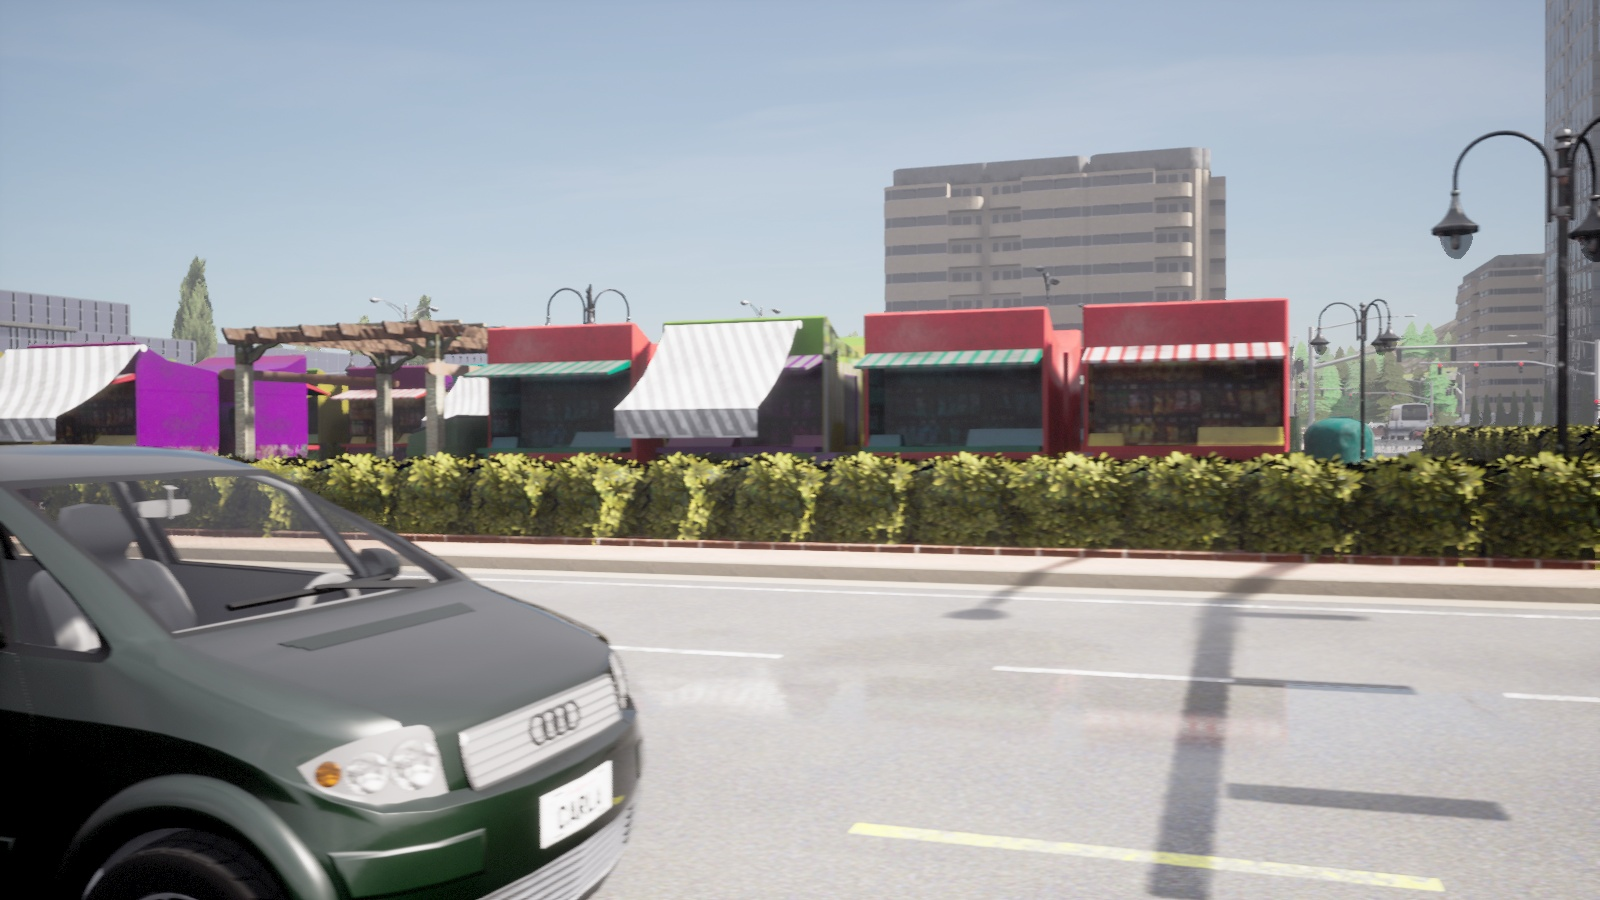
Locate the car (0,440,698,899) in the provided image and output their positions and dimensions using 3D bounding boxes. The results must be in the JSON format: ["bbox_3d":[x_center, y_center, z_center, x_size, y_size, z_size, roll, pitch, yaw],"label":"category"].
[{"bbox_3d":[-2.389,0.750,3.995,3.705,1.549,1.789,0,1,19],"label":"car"}]
